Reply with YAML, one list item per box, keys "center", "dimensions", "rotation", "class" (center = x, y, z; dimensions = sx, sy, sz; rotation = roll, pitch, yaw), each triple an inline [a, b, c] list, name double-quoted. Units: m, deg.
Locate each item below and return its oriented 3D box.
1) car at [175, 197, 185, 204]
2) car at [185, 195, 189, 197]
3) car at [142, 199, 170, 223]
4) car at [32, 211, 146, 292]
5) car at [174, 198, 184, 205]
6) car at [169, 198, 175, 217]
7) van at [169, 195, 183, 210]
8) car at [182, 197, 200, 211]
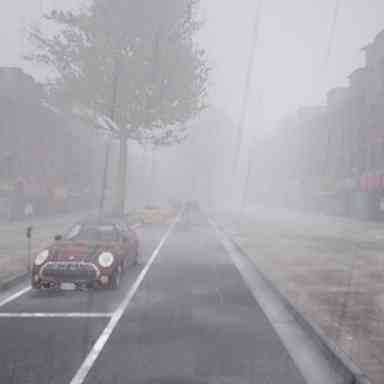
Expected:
- center: [-2.619, 1.975, 75.458]
  dimensions: [2.008, 1.369, 4.403]
  rotation: [1, 0, 0]
  class: "car"
- center: [0.014, 1.819, 61.074]
  dimensions: [1.882, 1.535, 5.008]
  rotation: [0, -1, 1]
  class: "car"
- center: [-3.025, 1.587, 26.749]
  dimensions: [1.801, 1.575, 5.366]
  rotation: [0, 0, 0]
  class: "car"
- center: [-2.614, 1.483, 9.038]
  dimensions: [1.967, 1.590, 4.097]
  rotation: [2, 0, 0]
  class: "car"
- center: [-2.619, 1.933, 69.923]
  dimensions: [1.887, 1.381, 4.507]
  rotation: [2, 0, 0]
  class: "car"
- center: [-3.015, 1.644, 33.561]
  dimensions: [1.882, 1.535, 5.008]
  rotation: [0, 0, 0]
  class: "car"
- center: [-2.613, 1.591, 47.784]
  dimensions: [1.690, 1.788, 3.998]
  rotation: [2, 0, 0]
  class: "van"
- center: [0.018, 1.745, 44.070]
  dimensions: [1.837, 1.490, 4.892]
  rotation: [0, -1, 1]
  class: "car"
